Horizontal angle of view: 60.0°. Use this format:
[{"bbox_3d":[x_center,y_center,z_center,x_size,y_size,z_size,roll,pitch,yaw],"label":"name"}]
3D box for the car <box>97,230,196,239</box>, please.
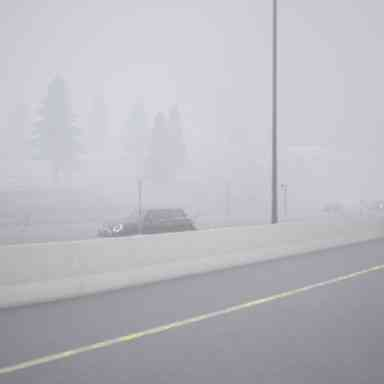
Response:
[{"bbox_3d":[-2.061,1.516,15.608,4.553,1.767,2.097,0,-1,-37],"label":"car"}]
